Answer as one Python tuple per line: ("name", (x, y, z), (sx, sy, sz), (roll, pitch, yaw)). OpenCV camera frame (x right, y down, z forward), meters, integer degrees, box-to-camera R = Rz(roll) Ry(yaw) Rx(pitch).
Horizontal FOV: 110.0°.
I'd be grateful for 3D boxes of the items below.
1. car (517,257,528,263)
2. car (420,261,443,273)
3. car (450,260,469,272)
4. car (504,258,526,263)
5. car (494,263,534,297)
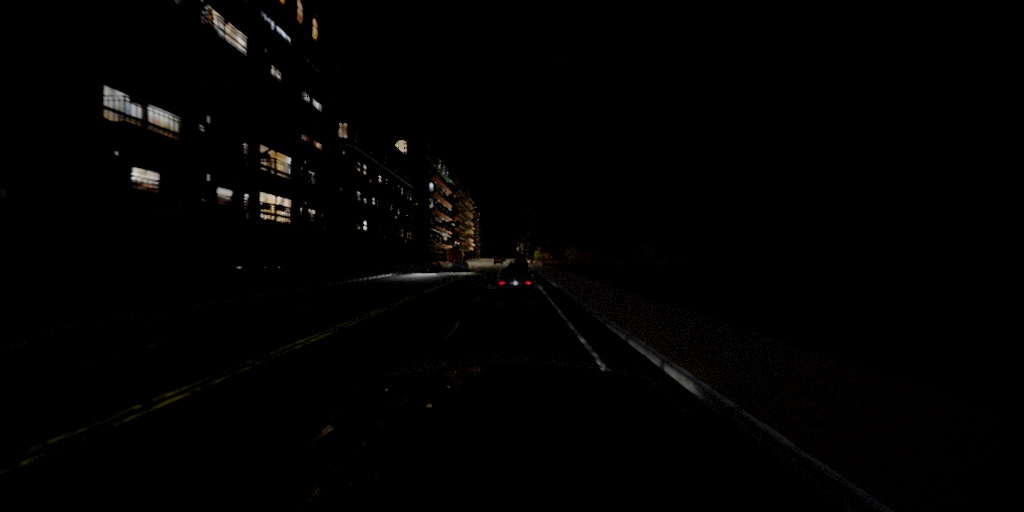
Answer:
("car", (1.462, 0.970, 57.554), (2.097, 1.767, 4.553), (0, 0, 0))
("car", (-9.588, 1.303, 42.950), (1.895, 1.301, 4.718), (0, 0, 1))
("car", (-6.330, 1.211, 43.855), (1.812, 1.442, 4.674), (0, 0, 1))
("car", (0.334, 1.222, 42.814), (1.994, 1.385, 4.181), (0, 0, 0))
("car", (0.171, 1.262, 18.679), (2.033, 1.411, 5.357), (0, 0, 1))
